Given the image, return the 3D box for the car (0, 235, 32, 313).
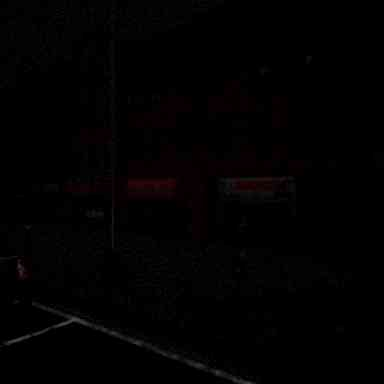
[{"bbox_3d":[-4.892,1.385,6.315,4.097,1.590,1.967,1,0,36],"label":"car"}]
